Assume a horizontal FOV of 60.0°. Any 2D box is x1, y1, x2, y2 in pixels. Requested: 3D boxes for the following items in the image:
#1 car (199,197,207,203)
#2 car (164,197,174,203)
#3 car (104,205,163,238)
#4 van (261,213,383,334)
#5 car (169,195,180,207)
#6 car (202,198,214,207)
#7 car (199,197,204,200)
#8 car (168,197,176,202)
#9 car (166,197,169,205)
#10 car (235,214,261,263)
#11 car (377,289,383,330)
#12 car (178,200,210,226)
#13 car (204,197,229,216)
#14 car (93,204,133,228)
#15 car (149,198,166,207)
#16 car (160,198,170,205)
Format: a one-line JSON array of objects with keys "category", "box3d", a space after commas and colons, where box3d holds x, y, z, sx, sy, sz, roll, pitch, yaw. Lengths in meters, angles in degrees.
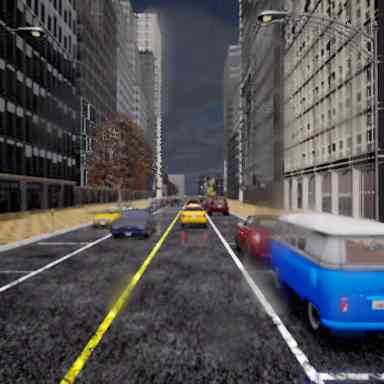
[{"category": "car", "box3d": [2.812, 2.050, 86.275, 1.947, 1.339, 4.313, 0, 0, 0]}, {"category": "car", "box3d": [-5.577, 2.006, 80.607, 2.008, 1.369, 4.403, 0, 0, 0]}, {"category": "car", "box3d": [-3.073, 1.665, 18.692, 2.033, 1.411, 5.357, 0, 0, 0]}, {"category": "van", "box3d": [2.702, 1.385, 6.589, 1.690, 1.788, 3.998, 0, 0, 0]}, {"category": "car", "box3d": [-2.958, 1.854, 59.995, 1.837, 1.490, 4.892, 0, 0, 1]}, {"category": "car", "box3d": [2.773, 1.866, 57.984, 1.752, 1.417, 4.829, 0, 0, 0]}, {"category": "car", "box3d": [0.158, 1.731, 42.100, 1.882, 1.535, 5.008, 0, 0, 0]}, {"category": "car", "box3d": [-5.561, 2.056, 91.992, 1.887, 1.381, 4.507, 0, 0, 0]}, {"category": "car", "box3d": [-5.608, 1.905, 57.839, 1.947, 1.339, 4.313, 0, 0, 0]}, {"category": "car", "box3d": [2.710, 1.519, 12.279, 1.967, 1.590, 4.097, 0, 0, 0]}, {"category": "car", "box3d": [2.694, 1.573, 0.893, 1.947, 1.339, 4.313, 0, 0, 0]}, {"category": "car", "box3d": [0.134, 1.608, 24.657, 1.801, 1.575, 5.366, 0, 0, 0]}, {"category": "car", "box3d": [2.743, 1.528, 35.048, 2.192, 1.841, 5.009, 0, 0, 0]}, {"category": "car", "box3d": [-5.655, 1.671, 23.514, 1.752, 1.417, 4.829, 0, 0, 0]}, {"category": "car", "box3d": [-5.615, 1.859, 52.146, 2.008, 1.369, 4.403, 0, 0, 0]}, {"category": "car", "box3d": [-5.592, 1.980, 69.221, 1.802, 1.307, 4.206, 0, 0, 0]}]
